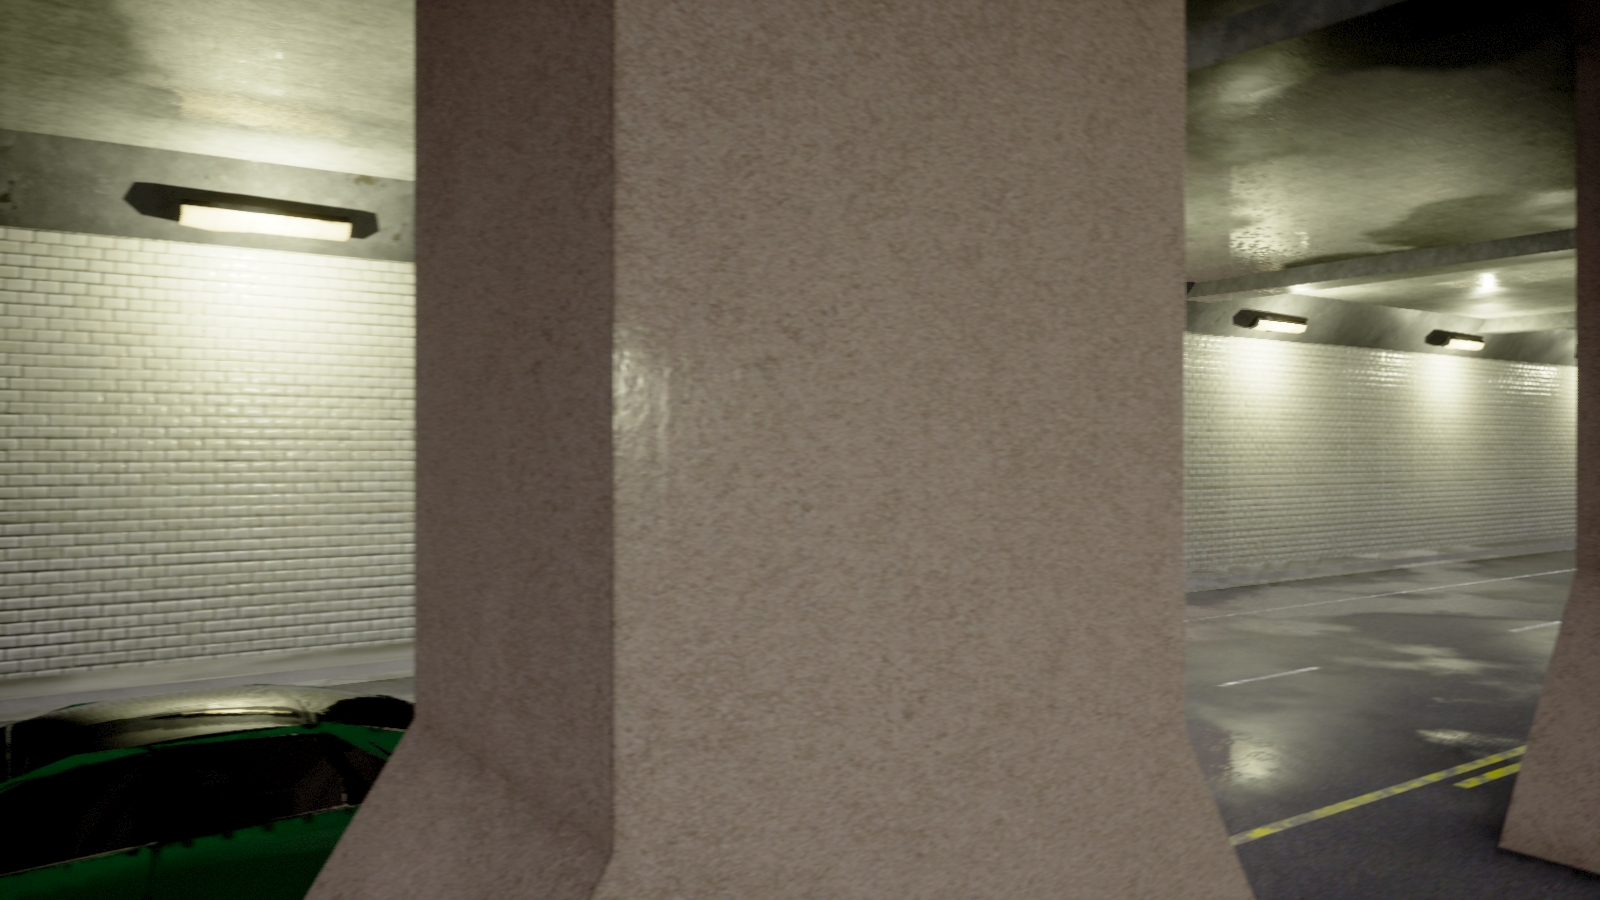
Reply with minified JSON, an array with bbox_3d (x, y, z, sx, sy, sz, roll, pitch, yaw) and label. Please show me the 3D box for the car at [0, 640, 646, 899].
[{"bbox_3d":[-3.473,2.061,5.653,4.892,1.480,2.231,0,0,-34],"label":"car"}]
